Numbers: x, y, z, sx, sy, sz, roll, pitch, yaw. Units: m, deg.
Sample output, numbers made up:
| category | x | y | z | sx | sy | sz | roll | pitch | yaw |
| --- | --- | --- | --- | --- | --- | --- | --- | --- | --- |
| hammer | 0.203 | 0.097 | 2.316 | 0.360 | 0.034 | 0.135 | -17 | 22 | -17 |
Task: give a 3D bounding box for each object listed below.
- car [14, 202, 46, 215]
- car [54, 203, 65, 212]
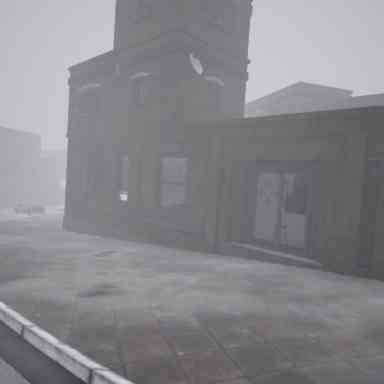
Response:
| category | x | y | z | sx | sy | sz | roll | pitch | yaw |
| --- | --- | --- | --- | --- | --- | --- | --- | --- | --- |
| car | -19.772 | 1.991 | 40.868 | 2.128 | 1.511 | 4.902 | 4 | -1 | 3 |
| car | -18.610 | 2.363 | 50.783 | 2.033 | 1.411 | 5.357 | 4 | -1 | 16 |
